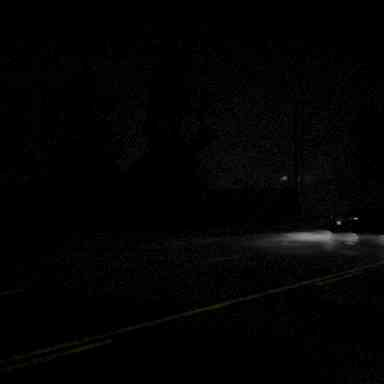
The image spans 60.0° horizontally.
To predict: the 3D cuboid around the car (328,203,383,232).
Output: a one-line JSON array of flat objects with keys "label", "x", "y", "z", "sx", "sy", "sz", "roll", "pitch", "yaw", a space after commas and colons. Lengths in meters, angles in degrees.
[{"label": "car", "x": 10.062, "y": 1.422, "z": 19.669, "sx": 4.902, "sy": 1.511, "sz": 2.128, "roll": 0, "pitch": 0, "yaw": -35}]
